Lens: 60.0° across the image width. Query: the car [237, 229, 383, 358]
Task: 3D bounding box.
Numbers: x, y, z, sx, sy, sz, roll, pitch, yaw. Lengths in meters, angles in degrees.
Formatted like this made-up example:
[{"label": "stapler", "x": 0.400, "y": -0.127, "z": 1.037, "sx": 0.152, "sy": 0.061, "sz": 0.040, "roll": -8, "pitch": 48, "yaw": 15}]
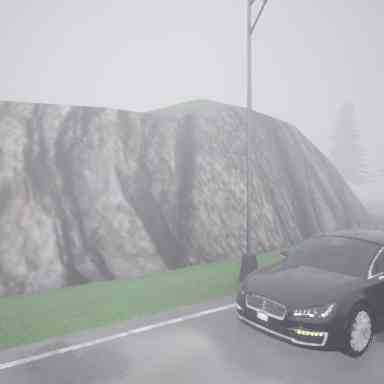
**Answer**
[{"label": "car", "x": 2.973, "y": 1.505, "z": 6.105, "sx": 4.892, "sy": 1.490, "sz": 1.837, "roll": 0, "pitch": 0, "yaw": -35}]
